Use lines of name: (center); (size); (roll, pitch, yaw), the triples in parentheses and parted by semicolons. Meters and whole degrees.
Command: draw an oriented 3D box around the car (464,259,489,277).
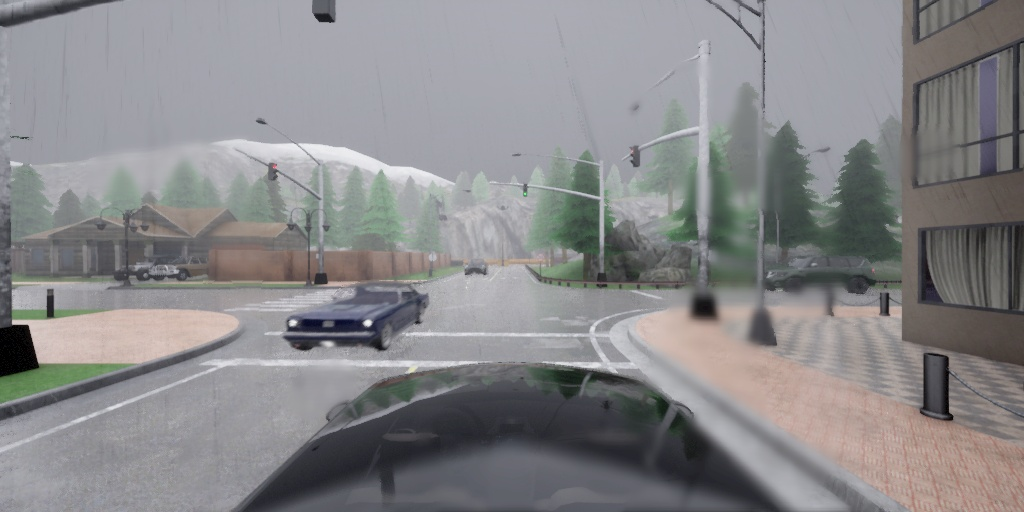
car: (-3.501, 1.042, 35.740); (2.097, 1.767, 4.553); (0, 0, 0)

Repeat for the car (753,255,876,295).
car: (16.351, 0.983, 19.500); (5.566, 2.045, 2.150); (0, 0, -1)

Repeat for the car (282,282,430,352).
car: (-3.505, 1.371, 9.058); (1.895, 1.301, 4.718); (0, 0, 0)
